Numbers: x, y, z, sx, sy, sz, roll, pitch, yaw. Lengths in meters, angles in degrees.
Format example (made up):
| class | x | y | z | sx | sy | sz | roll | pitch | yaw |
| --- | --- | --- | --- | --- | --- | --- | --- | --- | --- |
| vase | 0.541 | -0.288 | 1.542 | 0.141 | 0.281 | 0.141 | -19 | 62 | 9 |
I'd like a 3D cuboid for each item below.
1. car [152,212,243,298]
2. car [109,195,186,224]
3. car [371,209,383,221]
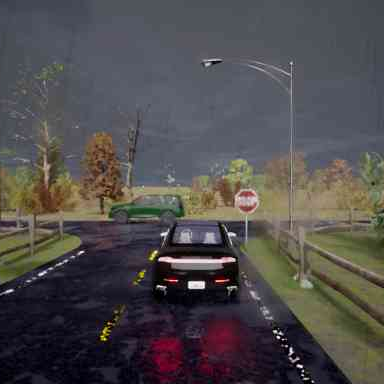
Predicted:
| class | x | y | z | sx | sy | sz | roll | pitch | yaw |
| --- | --- | --- | --- | --- | --- | --- | --- | --- | --- |
| car | 0.152 | 1.492 | 8.515 | 2.128 | 1.511 | 4.902 | 0 | 0 | 2 |
| car | -3.215 | 1.225 | 24.413 | 5.566 | 2.045 | 2.150 | 0 | 0 | 1 |
| car | 15.410 | 1.529 | 24.141 | 4.181 | 1.385 | 1.994 | 0 | 0 | 1 |
